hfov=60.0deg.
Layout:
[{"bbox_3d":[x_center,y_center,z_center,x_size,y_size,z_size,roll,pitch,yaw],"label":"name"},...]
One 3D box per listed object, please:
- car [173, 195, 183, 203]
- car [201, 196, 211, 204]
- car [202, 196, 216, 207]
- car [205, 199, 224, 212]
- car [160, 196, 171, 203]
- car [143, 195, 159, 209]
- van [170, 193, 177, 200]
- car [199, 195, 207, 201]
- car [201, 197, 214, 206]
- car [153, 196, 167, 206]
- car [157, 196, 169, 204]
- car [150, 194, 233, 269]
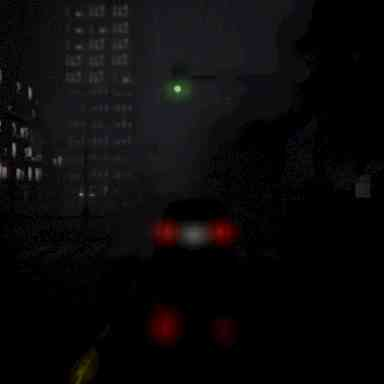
[{"bbox_3d":[-2.753,1.477,67.858,1.837,1.490,4.892,0,0,0],"label":"car"},{"bbox_3d":[2.563,1.506,61.526,1.752,1.417,4.829,0,0,0],"label":"car"},{"bbox_3d":[2.563,1.427,50.266,1.967,1.590,4.097,0,0,0],"label":"car"},{"bbox_3d":[2.564,1.543,39.175,2.008,1.369,4.403,0,0,0],"label":"car"},{"bbox_3d":[-5.318,1.543,66.908,1.947,1.339,4.313,0,0,0],"label":"car"},{"bbox_3d":[-5.317,1.305,44.729,2.192,1.841,5.009,0,0,0],"label":"car"},{"bbox_3d":[-5.319,1.294,94.633,1.690,1.788,3.998,0,0,0],"label":"van"},{"bbox_3d":[2.746,1.470,82.415,1.837,1.490,4.892,0,0,0],"label":"car"},{"bbox_3d":[2.563,1.550,55.811,1.947,1.339,4.313,0,0,0],"label":"car"},{"bbox_3d":[-5.318,1.424,55.819,1.967,1.590,4.097,0,0,0],"label":"car"},{"bbox_3d":[-5.318,1.525,61.363,1.887,1.381,4.507,0,0,0],"label":"car"},{"bbox_3d":[0.067,1.221,11.302,2.150,2.045,5.566,0,0,0],"label":"car"}]
